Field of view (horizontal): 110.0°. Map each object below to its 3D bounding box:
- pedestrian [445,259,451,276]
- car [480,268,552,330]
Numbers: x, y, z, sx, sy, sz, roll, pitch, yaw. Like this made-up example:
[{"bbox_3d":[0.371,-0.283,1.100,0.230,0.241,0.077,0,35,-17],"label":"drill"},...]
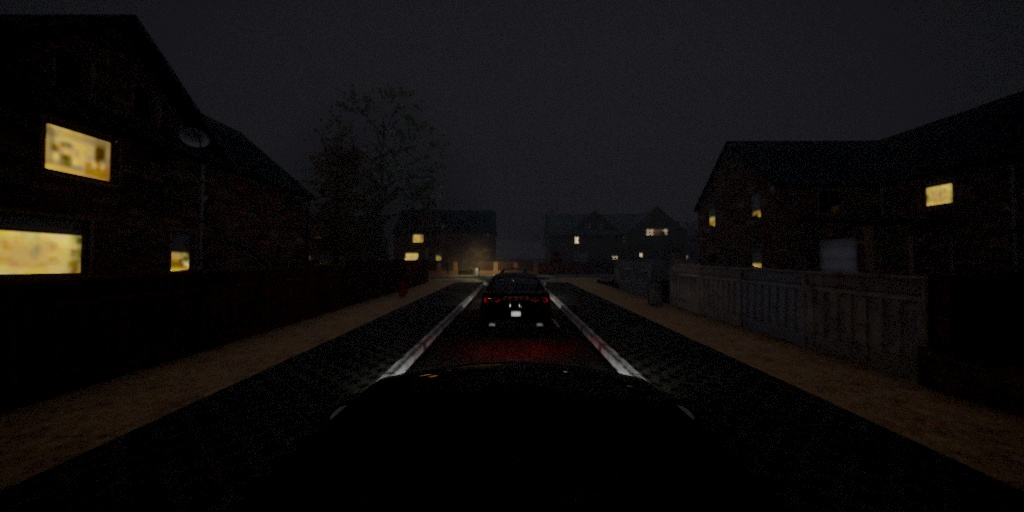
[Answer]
[{"bbox_3d":[-6.741,1.151,37.826,0.375,1.860,0.375,0,-1,1],"label":"pedestrian"},{"bbox_3d":[0.095,1.239,11.140,1.882,1.535,5.008,0,0,0],"label":"car"}]
